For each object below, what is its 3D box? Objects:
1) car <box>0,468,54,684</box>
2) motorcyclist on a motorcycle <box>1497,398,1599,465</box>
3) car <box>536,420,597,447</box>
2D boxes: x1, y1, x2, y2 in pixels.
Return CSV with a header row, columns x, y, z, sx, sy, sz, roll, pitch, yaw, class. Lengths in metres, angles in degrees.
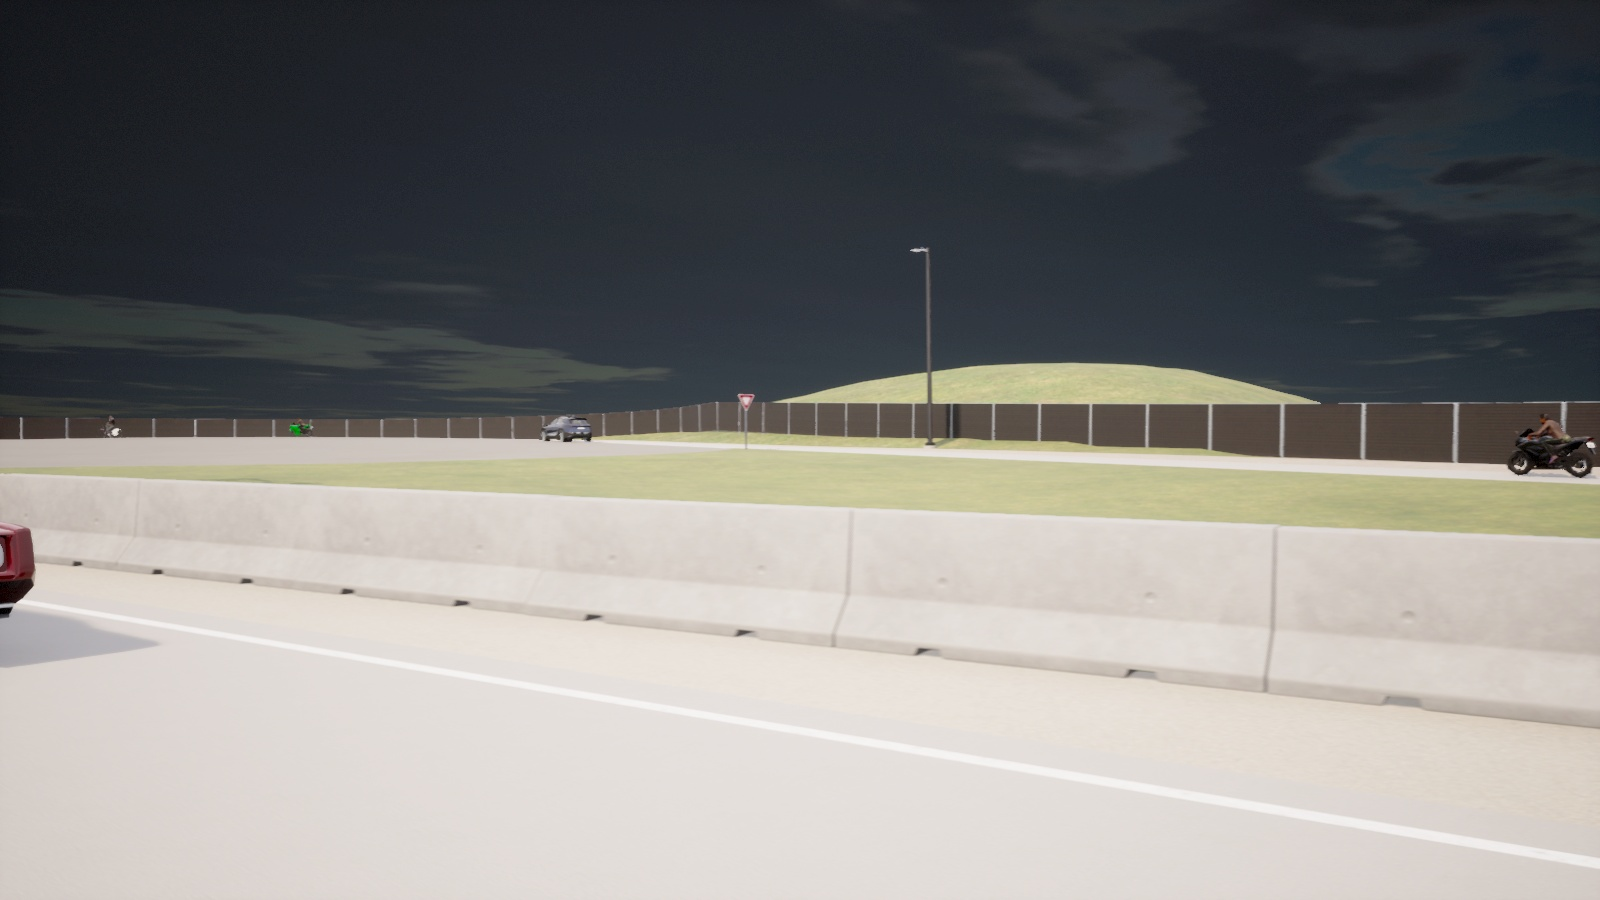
x,y,z,sx,sy,sz,roll,pitch,yaw,class
-7.187,0.783,8.402,4.718,1.301,1.895,0,1,34,car
17.811,-0.436,29.874,0.797,1.523,2.044,-2,1,-29,motorcyclist on a motorcycle
-14.981,-1.065,80.503,2.033,1.649,4.856,-2,2,-34,car
